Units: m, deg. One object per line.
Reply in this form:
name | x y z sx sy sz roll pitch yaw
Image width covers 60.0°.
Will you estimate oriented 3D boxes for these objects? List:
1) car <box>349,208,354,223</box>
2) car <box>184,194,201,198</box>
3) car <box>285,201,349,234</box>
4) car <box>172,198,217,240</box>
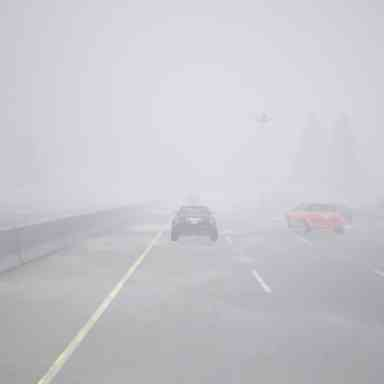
car | 10.604 1.537 25.663 2.128 1.511 4.902 0 0 0
car | 0.062 1.305 47.658 2.150 2.045 5.566 0 0 0
car | 7.107 1.387 19.797 2.097 1.767 4.553 0 0 0
car | 0.105 1.383 17.287 2.097 1.767 4.553 0 0 0
